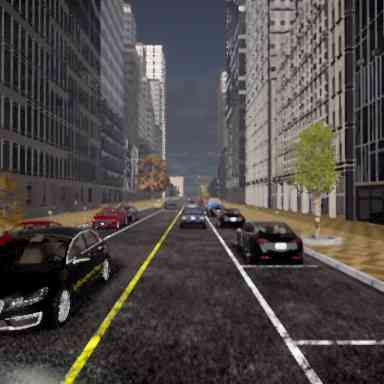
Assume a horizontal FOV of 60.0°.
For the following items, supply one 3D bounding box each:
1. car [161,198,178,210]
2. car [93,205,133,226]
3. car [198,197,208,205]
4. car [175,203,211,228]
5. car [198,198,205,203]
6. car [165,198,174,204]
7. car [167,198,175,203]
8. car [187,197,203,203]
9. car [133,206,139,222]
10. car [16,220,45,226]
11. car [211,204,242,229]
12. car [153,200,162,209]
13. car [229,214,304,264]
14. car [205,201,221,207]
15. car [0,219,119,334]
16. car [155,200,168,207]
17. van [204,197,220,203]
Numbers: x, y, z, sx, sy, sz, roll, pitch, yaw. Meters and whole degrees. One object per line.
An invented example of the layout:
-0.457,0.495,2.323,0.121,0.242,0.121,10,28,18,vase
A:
-3.135,2.063,50.893,1.994,1.385,4.181,0,-1,0,car
-5.716,1.783,23.500,1.887,1.381,4.507,0,-1,0,car
2.600,2.077,80.424,2.192,1.841,5.009,0,0,0,car
0.069,1.796,24.524,2.033,1.411,5.357,0,-1,0,car
2.585,2.386,91.975,1.752,1.417,4.829,0,0,0,car
-5.789,2.362,86.116,2.008,1.369,4.403,0,0,0,car
-5.796,2.426,91.808,1.947,1.339,4.313,0,0,0,car
0.034,1.855,42.917,2.033,1.649,4.856,0,-1,0,car
-5.723,1.860,29.192,1.947,1.339,4.313,0,-1,0,car
-5.703,1.707,12.116,1.802,1.307,4.206,0,-1,0,car
2.665,1.804,23.502,1.947,1.339,4.313,0,-1,0,car
-5.755,2.084,57.485,1.752,1.417,4.829,0,-1,0,car
2.678,1.690,12.118,1.947,1.339,4.313,0,-1,0,car
2.652,1.915,34.885,1.947,1.339,4.313,0,-1,0,car
-3.108,1.580,7.215,1.837,1.490,4.892,0,-1,0,car
-5.762,2.162,63.348,2.008,1.369,4.403,0,-1,0,car
2.645,1.744,40.581,1.690,1.788,3.998,0,-1,0,van
